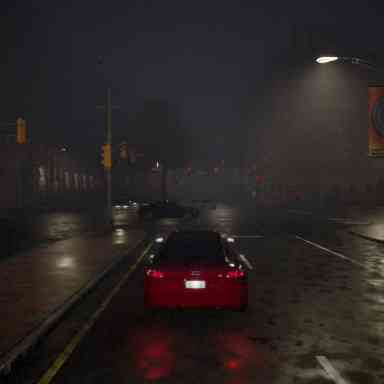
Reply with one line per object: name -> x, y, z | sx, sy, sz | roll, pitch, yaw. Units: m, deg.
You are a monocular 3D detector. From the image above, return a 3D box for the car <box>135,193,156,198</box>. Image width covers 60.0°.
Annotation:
car -> -8.109, 1.221, 58.610 | 2.150, 2.045, 5.566 | 0, 0, 0

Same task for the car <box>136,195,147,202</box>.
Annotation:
car -> -11.538, 1.478, 76.608 | 1.882, 1.535, 5.008 | 0, 0, 0

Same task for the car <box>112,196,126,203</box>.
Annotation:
car -> -14.783, 1.595, 67.851 | 1.895, 1.301, 4.718 | 0, 0, 0

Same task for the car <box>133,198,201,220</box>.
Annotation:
car -> -1.958, 1.478, 27.394 | 5.008, 1.535, 1.882 | 0, 0, 0

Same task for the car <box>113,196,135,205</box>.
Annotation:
car -> -11.610, 1.564, 56.895 | 1.994, 1.385, 4.181 | 0, 0, 0

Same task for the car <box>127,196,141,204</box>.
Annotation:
car -> -11.559, 1.564, 66.189 | 1.994, 1.385, 4.181 | 0, 0, 0

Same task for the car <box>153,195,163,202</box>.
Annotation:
car -> -8.039, 1.500, 78.613 | 1.837, 1.490, 4.892 | 0, 0, 0

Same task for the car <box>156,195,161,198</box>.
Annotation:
car -> -8.038, 1.601, 68.409 | 1.895, 1.301, 4.718 | 0, 0, 0

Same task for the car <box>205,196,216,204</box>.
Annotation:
car -> 3.568, 1.526, 65.315 | 1.812, 1.442, 4.674 | 0, 0, 0

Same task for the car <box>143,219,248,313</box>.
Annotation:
car -> 0.071, 1.564, 7.746 | 1.994, 1.385, 4.181 | 0, 0, 0

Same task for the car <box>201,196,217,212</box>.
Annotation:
car -> 1.137, 1.526, 39.106 | 1.812, 1.442, 4.674 | 1, 0, 36
